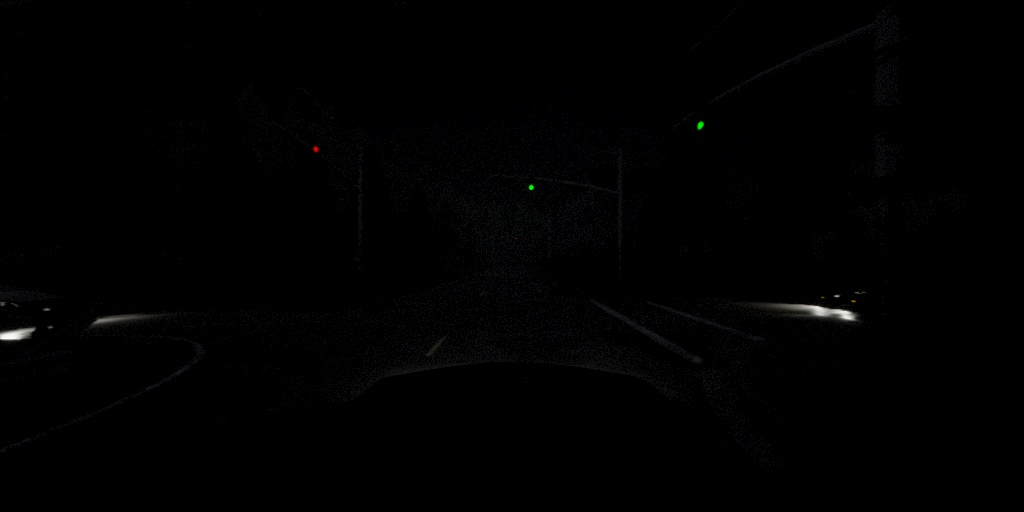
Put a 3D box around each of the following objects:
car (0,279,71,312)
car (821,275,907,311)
[{"bbox_3d":[-16.804,1.385,11.120,4.674,1.442,1.812,0,-1,-1],"label":"car"},{"bbox_3d":[15.525,1.485,14.959,4.181,1.385,1.994,0,-1,0],"label":"car"}]
